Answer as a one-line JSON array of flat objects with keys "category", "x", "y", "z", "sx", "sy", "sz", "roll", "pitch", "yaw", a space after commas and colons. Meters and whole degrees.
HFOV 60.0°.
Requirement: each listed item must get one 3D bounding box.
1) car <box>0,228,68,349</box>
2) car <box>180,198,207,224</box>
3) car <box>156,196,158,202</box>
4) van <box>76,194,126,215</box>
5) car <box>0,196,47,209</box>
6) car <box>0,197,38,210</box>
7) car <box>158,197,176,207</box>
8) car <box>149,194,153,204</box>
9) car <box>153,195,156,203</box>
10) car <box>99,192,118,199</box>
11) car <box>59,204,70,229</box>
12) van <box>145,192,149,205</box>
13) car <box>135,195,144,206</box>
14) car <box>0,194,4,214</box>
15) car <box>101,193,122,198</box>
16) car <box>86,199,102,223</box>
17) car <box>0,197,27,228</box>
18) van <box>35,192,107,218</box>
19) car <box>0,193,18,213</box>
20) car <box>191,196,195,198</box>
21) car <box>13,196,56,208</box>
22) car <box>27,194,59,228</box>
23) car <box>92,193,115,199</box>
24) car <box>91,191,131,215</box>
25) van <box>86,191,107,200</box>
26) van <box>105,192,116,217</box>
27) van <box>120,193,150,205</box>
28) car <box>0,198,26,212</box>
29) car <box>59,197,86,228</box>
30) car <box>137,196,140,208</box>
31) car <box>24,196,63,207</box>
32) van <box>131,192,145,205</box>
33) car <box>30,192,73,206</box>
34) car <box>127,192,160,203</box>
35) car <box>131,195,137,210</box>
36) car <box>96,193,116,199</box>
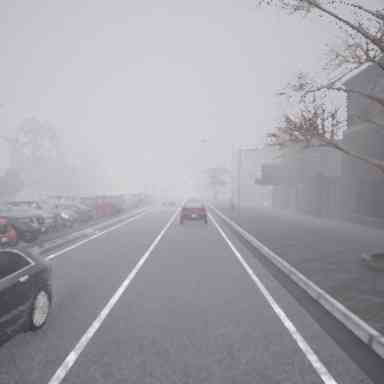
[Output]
[{"category": "car", "x": -3.346, "y": 1.499, "z": 3.991, "sx": 1.837, "sy": 1.490, "sz": 4.892, "roll": 0, "pitch": 0, "yaw": 0}, {"category": "car", "x": 0.124, "y": 1.434, "z": 24.697, "sx": 1.882, "sy": 1.535, "sz": 5.008, "roll": 0, "pitch": 0, "yaw": 0}, {"category": "car", "x": -8.736, "y": 1.259, "z": 58.572, "sx": 5.366, "sy": 1.575, "sz": 1.946, "roll": 0, "pitch": 1, "yaw": 0}, {"category": "van", "x": -9.030, "y": 1.210, "z": 33.331, "sx": 4.442, "sy": 1.987, "sz": 1.878, "roll": 0, "pitch": 0, "yaw": 0}, {"category": "car", "x": -22.181, "y": 1.385, "z": 43.845, "sx": 5.366, "sy": 1.575, "sz": 1.946, "roll": 0, "pitch": 0, "yaw": 0}, {"category": "car", "x": -21.966, "y": 1.437, "z": 41.073, "sx": 4.792, "sy": 1.488, "sz": 2.163, "roll": 0, "pitch": 0, "yaw": 0}, {"category": "car", "x": -3.281, "y": 1.378, "z": 47.304, "sx": 1.812, "sy": 1.442, "sz": 4.674, "roll": 0, "pitch": 0, "yaw": 0}, {"category": "car", "x": -8.913, "y": 1.337, "z": 50.162, "sx": 5.008, "sy": 1.535, "sz": 2.097, "roll": 0, "pitch": 1, "yaw": 0}, {"category": "car", "x": -8.923, "y": 1.327, "z": 55.769, "sx": 4.674, "sy": 1.452, "sz": 2.002, "roll": 0, "pitch": 1, "yaw": 0}, {"category": "car", "x": -22.043, "y": 0.872, "z": 88.254, "sx": 4.553, "sy": 1.767, "sz": 2.185, "roll": 0, "pitch": 0, "yaw": 0}, {"category": "car", "x": -8.904, "y": 1.495, "z": 16.514, "sx": 4.674, "sy": 1.452, "sz": 2.002, "roll": 0, "pitch": 0, "yaw": 0}, {"category": "van", "x": -8.801, "y": 1.136, "z": 47.353, "sx": 4.442, "sy": 1.987, "sz": 1.878, "roll": 0, "pitch": 1, "yaw": 0}, {"category": "car", "x": -8.945, "y": 1.432, "z": 41.751, "sx": 4.792, "sy": 1.488, "sz": 2.163, "roll": 0, "pitch": 0, "yaw": 0}, {"category": "car", "x": -22.021, "y": 1.186, "z": 32.737, "sx": 5.566, "sy": 2.045, "sz": 2.435, "roll": 0, "pitch": 0, "yaw": 0}, {"category": "car", "x": -22.018, "y": 0.974, "z": 91.031, "sx": 5.008, "sy": 1.535, "sz": 2.097, "roll": 0, "pitch": 1, "yaw": 0}, {"category": "car", "x": -8.903, "y": 1.450, "z": 22.120, "sx": 4.892, "sy": 1.521, "sz": 2.231, "roll": 0, "pitch": 0, "yaw": 0}, {"category": "car", "x": -8.877, "y": 1.210, "z": 10.907, "sx": 5.566, "sy": 2.045, "sz": 2.435, "roll": 0, "pitch": 0, "yaw": 0}, {"category": "van", "x": -9.027, "y": 1.220, "z": 24.923, "sx": 4.442, "sy": 1.987, "sz": 1.878, "roll": 0, "pitch": 0, "yaw": 0}, {"category": "car", "x": -21.965, "y": 1.178, "z": 35.514, "sx": 5.566, "sy": 2.045, "sz": 2.435, "roll": 0, "pitch": 0, "yaw": 0}, {"category": "car", "x": 0.144, "y": 1.340, "z": 42.190, "sx": 1.801, "sy": 1.575, "sz": 5.366, "roll": 0, "pitch": 0, "yaw": 0}, {"category": "car", "x": -21.992, "y": 1.368, "z": 46.622, "sx": 5.008, "sy": 1.535, "sz": 2.097, "roll": 0, "pitch": 0, "yaw": 0}, {"category": "car", "x": -8.878, "y": 1.207, "z": 13.710, "sx": 5.566, "sy": 2.045, "sz": 2.435, "roll": 0, "pitch": 0, "yaw": 0}, {"category": "car", "x": -22.004, "y": 1.046, "z": 82.705, "sx": 5.008, "sy": 1.535, "sz": 2.097, "roll": 0, "pitch": 1, "yaw": 0}, {"category": "car", "x": -8.884, "y": 1.188, "z": 30.531, "sx": 5.566, "sy": 2.045, "sz": 2.435, "roll": 0, "pitch": 0, "yaw": 0}, {"category": "van", "x": -22.124, "y": 0.870, "z": 77.151, "sx": 4.442, "sy": 1.987, "sz": 1.878, "roll": 0, "pitch": 1, "yaw": 0}, {"category": "van", "x": -9.028, "y": 1.216, "z": 27.726, "sx": 4.442, "sy": 1.987, "sz": 1.878, "roll": 0, "pitch": 0, "yaw": 0}, {"category": "van", "x": -9.036, "y": 1.086, "z": 52.964, "sx": 4.442, "sy": 1.987, "sz": 1.878, "roll": 0, "pitch": 1, "yaw": 0}, {"category": "car", "x": -22.023, "y": 1.448, "z": 38.290, "sx": 4.792, "sy": 1.488, "sz": 2.163, "roll": 0, "pitch": 0, "yaw": 0}, {"category": "car", "x": -8.939, "y": 1.326, "z": 19.317, "sx": 4.553, "sy": 1.767, "sz": 2.185, "roll": 0, "pitch": 0, "yaw": 0}, {"category": "car", "x": -8.912, "y": 1.456, "z": 38.943, "sx": 4.674, "sy": 1.452, "sz": 2.002, "roll": 0, "pitch": 0, "yaw": 0}, {"category": "car", "x": -21.992, "y": 1.346, "z": 49.400, "sx": 4.892, "sy": 1.521, "sz": 2.231, "roll": 0, "pitch": 1, "yaw": 0}, {"category": "van", "x": -9.033, "y": 1.156, "z": 44.552, "sx": 4.442, "sy": 1.987, "sz": 1.878, "roll": 0, "pitch": 0, "yaw": 0}, {"category": "car", "x": -21.970, "y": 1.069, "z": 52.172, "sx": 5.566, "sy": 2.045, "sz": 2.435, "roll": 0, "pitch": 1, "yaw": 0}, {"category": "car", "x": -8.894, "y": 0.985, "z": 61.373, "sx": 5.566, "sy": 2.045, "sz": 2.435, "roll": 0, "pitch": 1, "yaw": 0}, {"category": "car", "x": -8.920, "y": 1.427, "z": 36.140, "sx": 4.892, "sy": 1.521, "sz": 2.231, "roll": 0, "pitch": 0, "yaw": 0}, {"category": "car", "x": -22.008, "y": 1.062, "z": 85.481, "sx": 4.674, "sy": 1.452, "sz": 2.002, "roll": 0, "pitch": 1, "yaw": 0}]
